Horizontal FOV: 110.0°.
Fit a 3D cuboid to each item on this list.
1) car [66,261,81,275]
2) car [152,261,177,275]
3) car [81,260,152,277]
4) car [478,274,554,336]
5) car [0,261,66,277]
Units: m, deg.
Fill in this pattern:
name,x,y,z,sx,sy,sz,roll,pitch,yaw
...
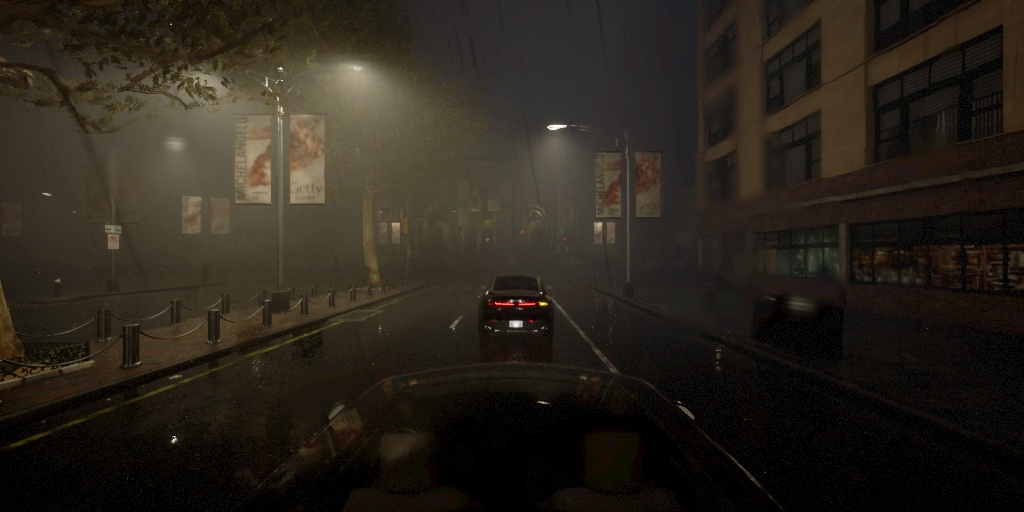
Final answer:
name,x,y,z,sx,sy,sz,roll,pitch,yaw
car,-48.136,1.242,38.411,4.902,1.511,2.128,0,0,0
car,-38.886,1.228,38.376,5.008,1.535,1.882,0,0,0
car,-38.392,1.314,34.870,4.181,1.385,1.994,0,0,0
car,0.126,1.255,10.340,1.837,1.490,4.892,0,0,1
car,-47.252,1.255,34.903,4.892,1.490,1.837,0,0,0
